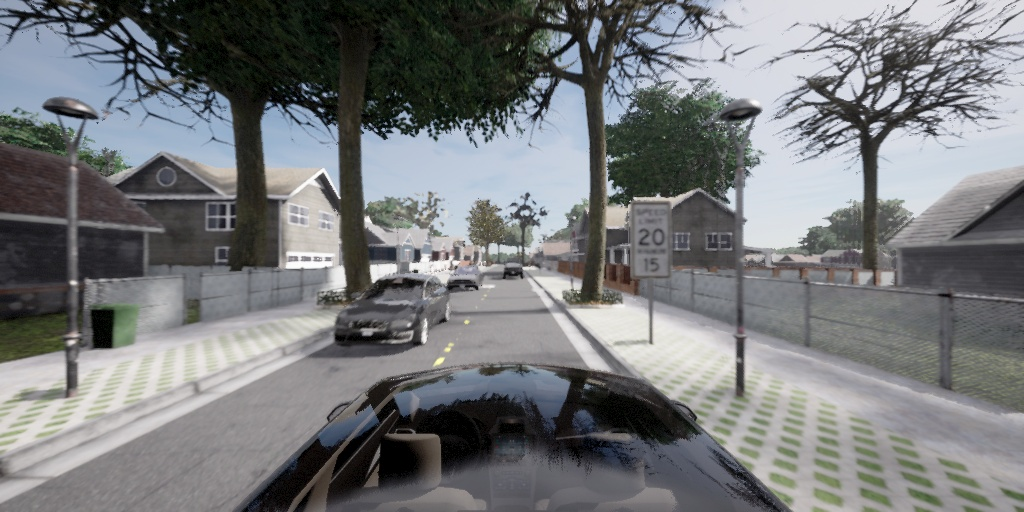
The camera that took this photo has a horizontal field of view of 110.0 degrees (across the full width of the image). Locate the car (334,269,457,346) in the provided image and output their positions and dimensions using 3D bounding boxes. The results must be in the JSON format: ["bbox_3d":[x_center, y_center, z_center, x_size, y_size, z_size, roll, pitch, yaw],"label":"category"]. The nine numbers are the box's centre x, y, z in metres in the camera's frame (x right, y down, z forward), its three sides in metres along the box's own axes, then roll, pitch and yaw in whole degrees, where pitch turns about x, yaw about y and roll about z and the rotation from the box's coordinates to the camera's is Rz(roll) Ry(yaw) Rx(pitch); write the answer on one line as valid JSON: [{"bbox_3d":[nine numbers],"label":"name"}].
[{"bbox_3d":[-2.844,1.262,9.487,1.837,1.490,4.892,0,0,0],"label":"car"}]

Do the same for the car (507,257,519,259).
[{"bbox_3d":[0.110,1.207,47.534,2.150,2.045,5.566,0,0,0],"label":"car"}]

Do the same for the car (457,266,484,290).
[{"bbox_3d":[-2.836,1.357,23.067,2.033,1.411,5.357,0,0,0],"label":"car"}]

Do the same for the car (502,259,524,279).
[{"bbox_3d":[0.107,1.357,34.566,1.882,1.535,5.008,0,0,0],"label":"car"}]
